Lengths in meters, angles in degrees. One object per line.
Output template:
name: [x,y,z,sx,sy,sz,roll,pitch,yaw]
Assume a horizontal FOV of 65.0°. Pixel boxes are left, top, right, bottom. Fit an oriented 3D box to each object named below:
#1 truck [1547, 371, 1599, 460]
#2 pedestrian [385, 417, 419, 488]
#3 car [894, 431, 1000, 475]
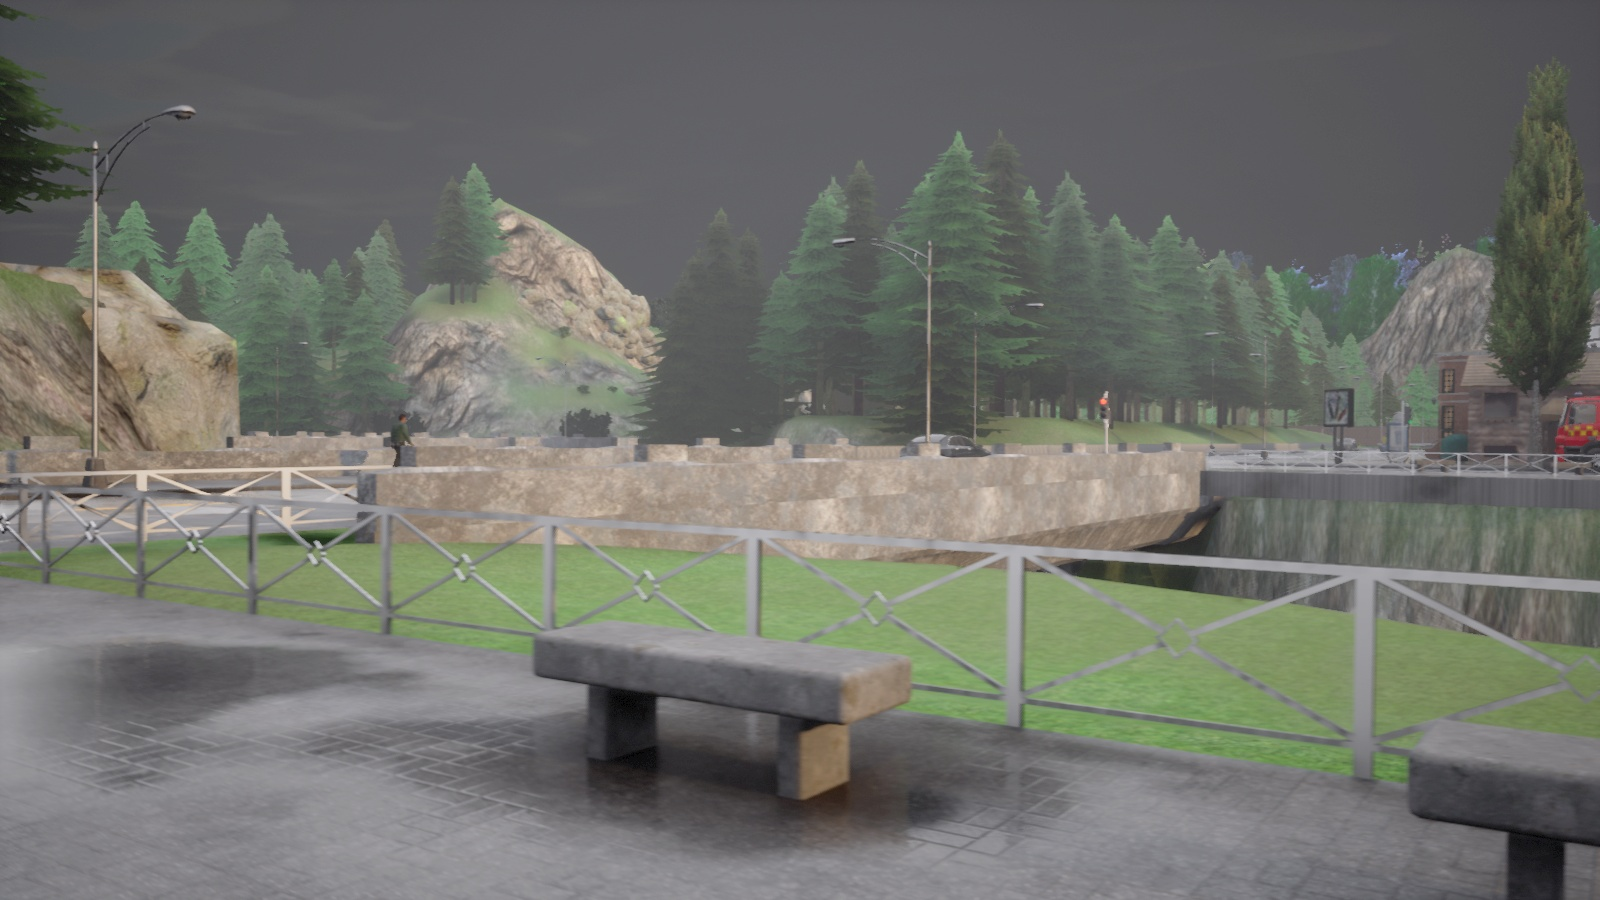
truck: [36.931,-1.501,53.668,8.468,3.827,2.891,0,1,34]
pedestrian: [-11.095,0.066,34.989,0.423,1.949,0.788,0,1,34]
car: [5.432,0.064,45.787,1.837,1.490,4.892,0,1,33]
